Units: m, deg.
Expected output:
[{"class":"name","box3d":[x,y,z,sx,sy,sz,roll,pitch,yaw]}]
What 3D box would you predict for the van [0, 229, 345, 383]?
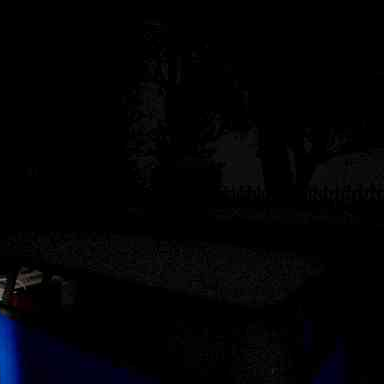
[{"class":"van","box3d":[-0.667,1.341,3.188,3.998,1.788,1.690,0,0,35]}]
